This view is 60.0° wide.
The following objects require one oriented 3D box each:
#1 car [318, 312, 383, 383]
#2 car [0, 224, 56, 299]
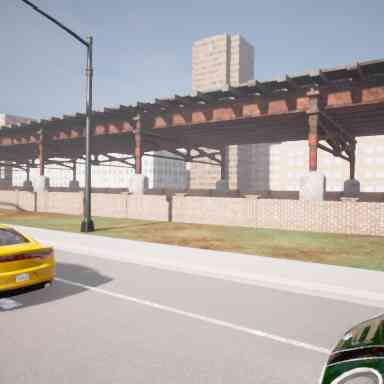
[{"bbox_3d":[3.065,1.353,1.805,4.553,1.767,2.097,0,0,36],"label":"car"},{"bbox_3d":[-5.218,1.452,7.721,5.008,1.535,1.882,0,0,36],"label":"car"}]
